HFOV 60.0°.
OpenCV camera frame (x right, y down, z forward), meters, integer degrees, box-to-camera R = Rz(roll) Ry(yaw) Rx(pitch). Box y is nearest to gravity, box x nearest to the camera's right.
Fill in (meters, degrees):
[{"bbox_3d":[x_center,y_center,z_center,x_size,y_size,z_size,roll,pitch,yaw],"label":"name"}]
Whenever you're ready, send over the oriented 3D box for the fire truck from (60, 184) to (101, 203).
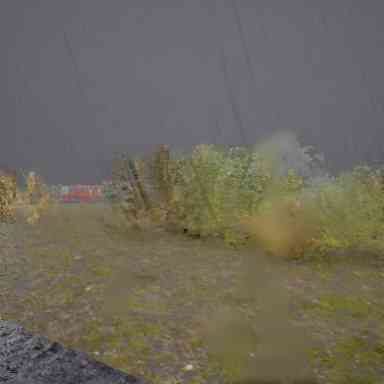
[{"bbox_3d":[-23.323,0.363,69.963,2.891,3.827,8.468,-1,0,35],"label":"fire truck"}]
